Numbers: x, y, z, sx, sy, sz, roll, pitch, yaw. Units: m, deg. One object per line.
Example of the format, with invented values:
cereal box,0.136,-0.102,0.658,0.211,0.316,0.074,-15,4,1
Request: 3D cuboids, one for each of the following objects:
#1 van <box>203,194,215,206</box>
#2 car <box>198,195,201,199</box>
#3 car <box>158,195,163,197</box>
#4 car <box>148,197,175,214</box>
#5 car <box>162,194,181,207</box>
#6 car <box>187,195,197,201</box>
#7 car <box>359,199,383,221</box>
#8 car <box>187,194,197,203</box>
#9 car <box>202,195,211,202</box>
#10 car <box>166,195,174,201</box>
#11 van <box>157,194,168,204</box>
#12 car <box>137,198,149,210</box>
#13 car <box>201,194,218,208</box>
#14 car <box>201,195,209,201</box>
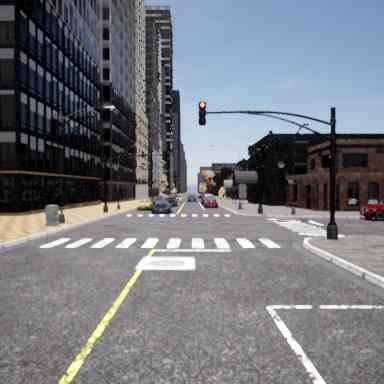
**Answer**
van,2.686,1.299,53.157,1.690,1.788,3.998,-1,0,0
car,2.687,1.269,58.801,2.192,1.841,5.009,-1,0,0
car,-5.658,1.528,47.569,1.947,1.339,4.313,-1,0,0
car,-3.093,1.535,34.525,1.994,1.385,4.181,0,0,0
car,-3.083,1.464,50.662,1.837,1.490,4.892,0,0,0
car,0.017,1.386,78.857,2.128,1.511,4.902,0,0,0
car,16.532,1.399,27.221,5.009,1.841,2.192,1,0,1
car,0.015,1.300,70.043,2.097,1.767,4.553,0,0,0
car,3.162,1.447,73.421,1.837,1.490,4.892,0,0,0
car,-5.650,1.460,86.909,1.752,1.417,4.829,-1,0,0
van,-5.658,1.291,64.502,1.690,1.788,3.998,-1,0,0
car,-5.831,1.492,41.756,1.752,1.417,4.829,-1,0,0
car,2.687,1.402,47.513,1.967,1.590,4.097,-1,0,0
car,3.163,1.442,80.422,1.837,1.490,4.892,0,0,0
